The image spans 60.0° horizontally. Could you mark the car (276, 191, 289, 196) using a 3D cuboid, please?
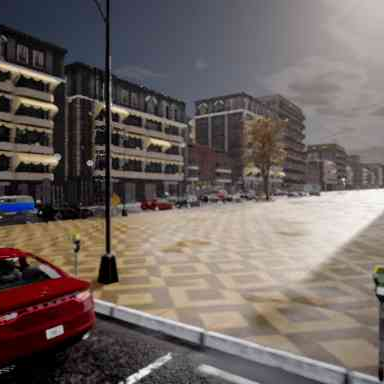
[{"bbox_3d":[24.512,0.376,90.266,1.887,1.381,4.507,1,2,35],"label":"car"}]

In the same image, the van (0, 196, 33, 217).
[{"bbox_3d":[-16.755,1.285,30.779,1.690,1.788,3.998,1,2,35],"label":"van"}]

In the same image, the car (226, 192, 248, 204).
[{"bbox_3d":[6.001,1.064,48.883,2.008,1.369,4.403,1,1,35],"label":"car"}]

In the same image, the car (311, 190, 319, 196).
[{"bbox_3d":[31.397,0.274,85.486,1.967,1.590,4.097,1,1,35],"label":"car"}]

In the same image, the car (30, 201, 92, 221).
[{"bbox_3d":[-9.871,1.512,26.007,1.947,1.339,4.313,1,2,35],"label":"car"}]

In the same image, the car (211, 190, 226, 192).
[{"bbox_3d":[3.992,0.666,56.005,2.150,2.045,5.566,0,1,35],"label":"car"}]

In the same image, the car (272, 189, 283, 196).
[{"bbox_3d":[21.338,0.231,85.685,2.192,1.841,5.009,1,2,35],"label":"car"}]

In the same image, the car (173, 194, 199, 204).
[{"bbox_3d":[-0.884,1.062,53.661,2.008,1.369,4.403,1,2,35],"label":"car"}]

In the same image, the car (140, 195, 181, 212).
[{"bbox_3d":[-3.523,1.317,35.156,1.887,1.381,4.507,1,2,35],"label":"car"}]

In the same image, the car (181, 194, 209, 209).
[{"bbox_3d":[-0.348,1.237,39.732,2.008,1.369,4.403,1,1,35],"label":"car"}]

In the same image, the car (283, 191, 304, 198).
[{"bbox_3d":[21.874,0.638,71.762,2.008,1.369,4.403,1,1,35],"label":"car"}]

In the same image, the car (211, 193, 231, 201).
[{"bbox_3d":[5.465,0.906,62.813,1.947,1.339,4.313,1,2,35],"label":"car"}]

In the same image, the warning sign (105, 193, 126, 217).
[{"bbox_3d":[-6.257,1.016,27.090,1.300,1.860,1.060,-1,-1,35],"label":"warning sign"}]

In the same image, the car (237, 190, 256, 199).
[{"bbox_3d":[11.816,0.485,71.959,2.192,1.841,5.009,1,2,35],"label":"car"}]

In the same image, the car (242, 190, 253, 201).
[{"bbox_3d":[9.936,0.838,59.294,2.128,1.511,4.902,0,1,35],"label":"car"}]

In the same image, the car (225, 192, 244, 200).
[{"bbox_3d":[8.543,0.783,67.248,1.752,1.417,4.829,1,2,35],"label":"car"}]

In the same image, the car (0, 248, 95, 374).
[{"bbox_3d":[-3.489,1.591,5.363,4.507,1.381,1.887,-1,0,36],"label":"car"}]

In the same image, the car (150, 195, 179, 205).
[{"bbox_3d":[-4.058,1.163,49.086,1.947,1.339,4.313,1,2,35],"label":"car"}]

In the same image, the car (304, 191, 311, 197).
[{"bbox_3d":[25.048,0.553,76.336,2.008,1.369,4.403,1,1,35],"label":"car"}]

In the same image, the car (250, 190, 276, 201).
[{"bbox_3d":[12.447,0.865,58.174,1.752,1.417,4.829,1,1,35],"label":"car"}]

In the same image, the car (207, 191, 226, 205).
[{"bbox_3d":[2.496,1.055,48.542,1.837,1.490,4.892,0,1,35],"label":"car"}]
